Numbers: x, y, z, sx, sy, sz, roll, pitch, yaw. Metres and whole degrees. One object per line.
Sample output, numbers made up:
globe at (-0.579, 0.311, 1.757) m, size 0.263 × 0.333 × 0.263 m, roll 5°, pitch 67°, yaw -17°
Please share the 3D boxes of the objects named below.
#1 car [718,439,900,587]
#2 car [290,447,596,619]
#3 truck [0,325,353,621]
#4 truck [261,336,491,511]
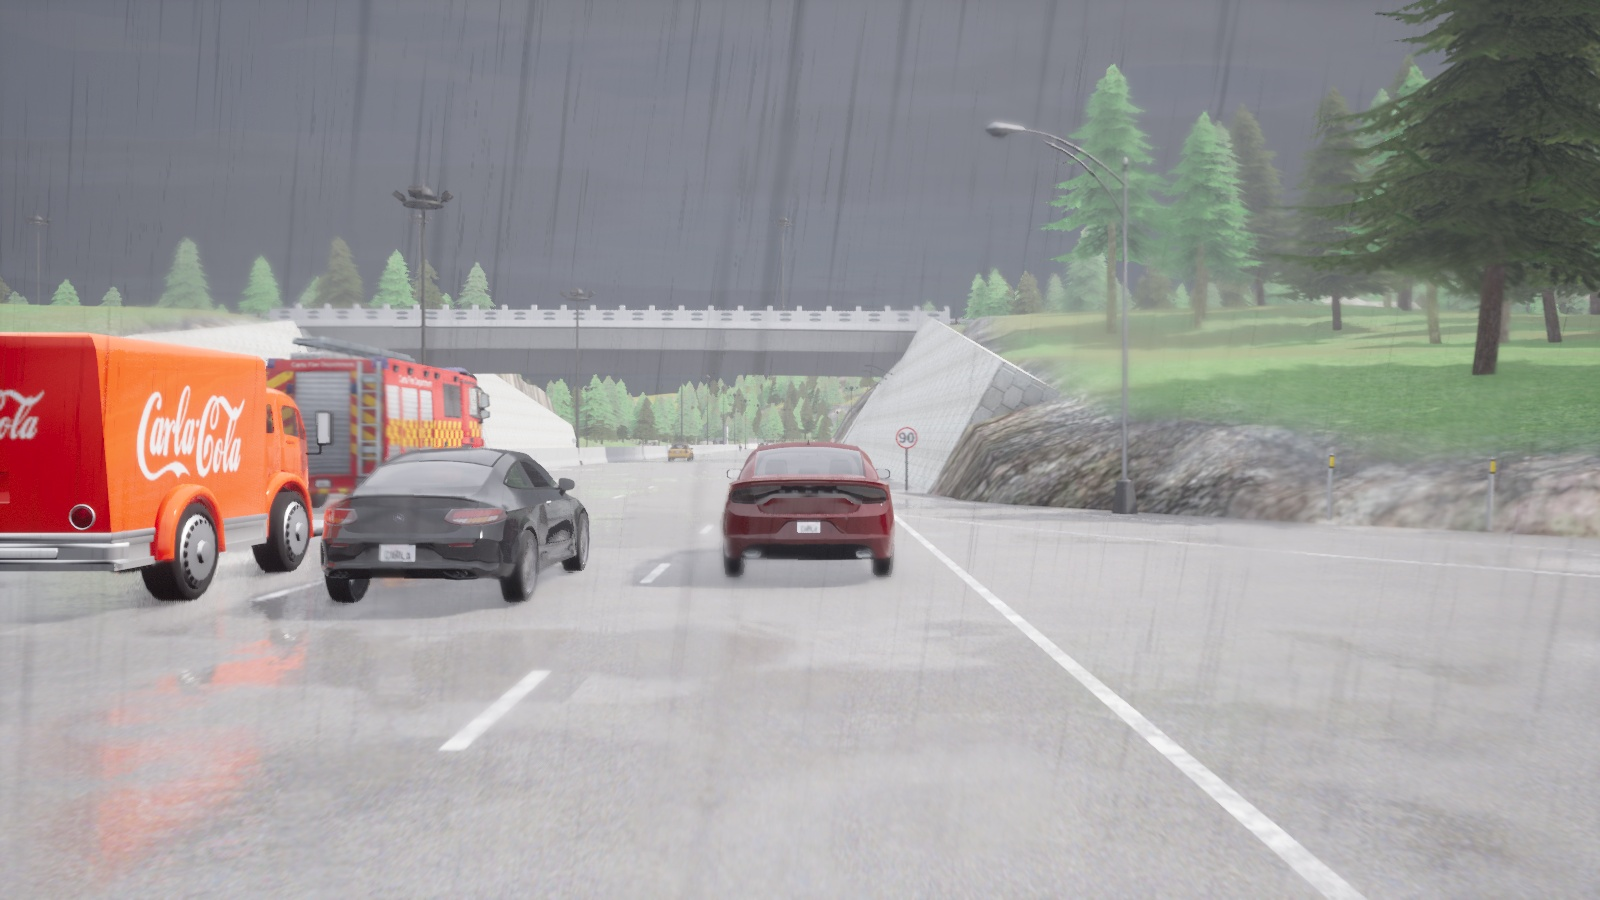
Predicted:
car at (0.104, 0.637, 15.489) m, size 1.882 × 1.535 × 5.008 m, roll 0°, pitch 0°, yaw 0°
car at (-3.411, 0.696, 12.998) m, size 1.812 × 1.442 × 4.674 m, roll 0°, pitch 0°, yaw 0°
truck at (-6.910, 0.180, 13.073) m, size 2.627 × 2.467 × 5.204 m, roll 0°, pitch 0°, yaw 0°
truck at (-10.304, -0.605, 31.682) m, size 2.891 × 3.827 × 8.468 m, roll 0°, pitch 0°, yaw 0°
